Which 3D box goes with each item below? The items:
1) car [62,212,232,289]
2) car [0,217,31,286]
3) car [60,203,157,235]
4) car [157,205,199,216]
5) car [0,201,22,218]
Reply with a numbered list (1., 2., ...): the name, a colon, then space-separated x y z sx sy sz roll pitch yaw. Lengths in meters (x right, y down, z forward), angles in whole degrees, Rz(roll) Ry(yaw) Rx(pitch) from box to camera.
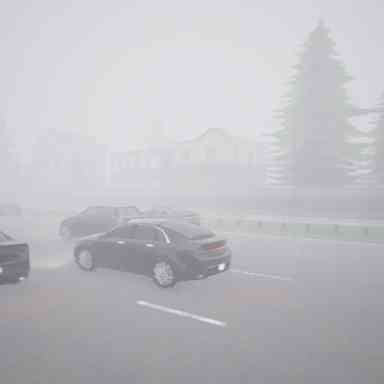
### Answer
1. car: -1.274 1.506 9.203 4.892 1.490 1.837 0 0 36
2. car: -6.044 1.479 8.307 5.008 1.535 1.882 0 0 36
3. car: -4.141 1.354 15.549 4.553 1.767 2.097 0 0 36
4. car: -1.802 1.493 18.179 4.902 1.511 2.128 0 0 36
5. car: -16.695 1.496 28.810 4.902 1.511 2.128 0 0 36
